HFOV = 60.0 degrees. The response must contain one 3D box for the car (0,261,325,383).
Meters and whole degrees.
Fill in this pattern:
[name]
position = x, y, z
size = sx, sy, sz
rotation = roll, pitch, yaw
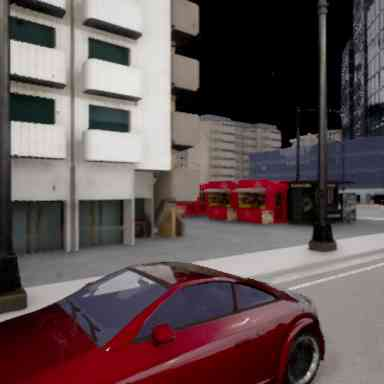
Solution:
[car]
position = -0.414, 1.560, 3.696
size = 4.181, 1.385, 1.994
rotation = 0, 0, -36
